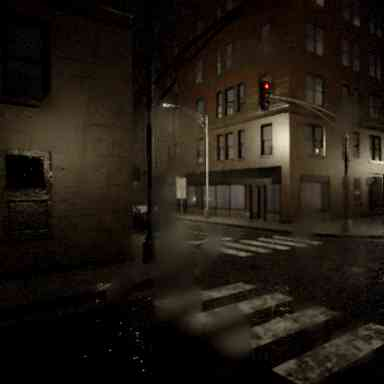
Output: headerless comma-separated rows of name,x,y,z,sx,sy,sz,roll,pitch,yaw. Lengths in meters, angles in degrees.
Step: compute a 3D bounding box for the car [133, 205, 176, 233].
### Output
car,-2.676,1.417,18.870,1.994,1.385,4.181,0,1,-35
